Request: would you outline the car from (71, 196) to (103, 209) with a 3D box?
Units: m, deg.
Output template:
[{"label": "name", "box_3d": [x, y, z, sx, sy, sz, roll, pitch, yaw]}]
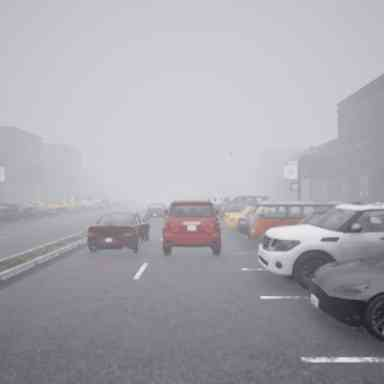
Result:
[{"label": "car", "box_3d": [-16.009, 1.772, 47.636, 5.366, 1.575, 1.946, 0, -1, 0]}]

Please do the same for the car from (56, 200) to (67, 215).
[{"label": "car", "box_3d": [-15.850, 1.669, 33.878, 5.008, 1.535, 2.097, 0, 0, 0]}]

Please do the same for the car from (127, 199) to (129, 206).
[{"label": "car", "box_3d": [-15.766, 2.048, 67.088, 4.553, 1.767, 2.185, 0, -1, 0]}]

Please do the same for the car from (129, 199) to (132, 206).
[{"label": "car", "box_3d": [-15.760, 2.268, 69.855, 4.792, 1.488, 2.163, 0, -1, 0]}]

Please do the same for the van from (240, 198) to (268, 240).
[{"label": "van", "box_3d": [4.518, 1.365, 14.298, 4.442, 1.987, 1.878, 0, 0, 0]}]

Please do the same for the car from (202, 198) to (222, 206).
[{"label": "car", "box_3d": [4.581, 2.294, 77.695, 4.553, 1.767, 2.185, 0, -1, 0]}]

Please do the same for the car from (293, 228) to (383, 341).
[{"label": "car", "box_3d": [4.609, 1.563, 6.022, 4.792, 1.488, 2.163, 0, 0, 0]}]

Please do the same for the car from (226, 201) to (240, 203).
[{"label": "car", "box_3d": [4.817, 1.631, 22.572, 5.366, 1.575, 1.946, 0, 0, 0]}]

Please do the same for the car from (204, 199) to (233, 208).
[{"label": "car", "box_3d": [4.614, 1.980, 58.396, 5.008, 1.535, 2.097, 0, -1, 0]}]

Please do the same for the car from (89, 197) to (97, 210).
[{"label": "car", "box_3d": [-15.825, 1.780, 44.862, 4.674, 1.452, 2.002, 0, -1, 0]}]

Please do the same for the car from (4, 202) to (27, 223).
[{"label": "car", "box_3d": [-15.853, 1.642, 25.415, 5.008, 1.535, 2.097, 0, 0, 0]}]

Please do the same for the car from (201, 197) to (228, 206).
[{"label": "car", "box_3d": [4.643, 1.976, 69.429, 5.566, 2.045, 2.435, 0, -1, 0]}]

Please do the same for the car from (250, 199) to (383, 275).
[{"label": "car", "box_3d": [4.609, 1.302, 8.782, 5.566, 2.045, 2.435, 0, 0, 0]}]

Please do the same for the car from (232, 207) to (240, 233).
[{"label": "car", "box_3d": [4.631, 1.647, 17.055, 4.674, 1.452, 2.002, 0, 0, 0]}]

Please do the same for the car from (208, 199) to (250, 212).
[{"label": "car", "box_3d": [4.620, 1.721, 41.867, 5.008, 1.535, 2.097, 0, -1, 0]}]

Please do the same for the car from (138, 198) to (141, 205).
[{"label": "car", "box_3d": [-15.766, 2.509, 81.093, 5.008, 1.535, 2.097, 0, -1, 0]}]

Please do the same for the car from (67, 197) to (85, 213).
[{"label": "car", "box_3d": [-16.021, 1.691, 39.435, 5.366, 1.575, 1.946, 0, 0, 0]}]

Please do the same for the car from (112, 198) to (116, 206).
[{"label": "car", "box_3d": [-15.779, 1.797, 55.968, 4.553, 1.767, 2.185, 0, -1, 0]}]

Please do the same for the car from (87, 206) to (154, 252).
[{"label": "car", "box_3d": [-3.000, 1.590, 14.484, 1.882, 1.535, 5.008, 0, 0, 0]}]

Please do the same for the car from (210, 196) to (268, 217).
[{"label": "car", "box_3d": [4.656, 1.425, 33.604, 5.566, 2.045, 2.435, 0, 0, 0]}]

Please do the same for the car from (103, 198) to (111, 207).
[{"label": "car", "box_3d": [-15.791, 1.565, 50.418, 5.566, 2.045, 2.435, 0, -1, 0]}]

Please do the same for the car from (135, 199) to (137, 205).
[{"label": "car", "box_3d": [-15.774, 2.372, 75.412, 4.892, 1.521, 2.231, 0, -1, 0]}]

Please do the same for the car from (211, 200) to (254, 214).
[{"label": "car", "box_3d": [4.655, 1.733, 39.115, 4.792, 1.488, 2.163, 0, 0, 0]}]

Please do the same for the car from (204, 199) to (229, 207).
[{"label": "car", "box_3d": [4.646, 2.132, 63.910, 4.792, 1.488, 2.163, 0, -1, 0]}]

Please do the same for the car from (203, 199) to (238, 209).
[{"label": "car", "box_3d": [4.436, 1.866, 52.885, 5.366, 1.575, 1.946, 0, -1, 0]}]

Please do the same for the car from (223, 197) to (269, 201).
[{"label": "car", "box_3d": [4.599, 1.531, 28.089, 4.553, 1.767, 2.185, 0, 0, 0]}]

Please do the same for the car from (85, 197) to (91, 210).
[{"label": "car", "box_3d": [-15.835, 1.753, 42.205, 4.674, 1.452, 2.002, 0, 0, 0]}]

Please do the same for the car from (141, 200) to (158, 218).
[{"label": "car", "box_3d": [-3.006, 1.707, 29.396, 1.812, 1.442, 4.674, 0, 0, 0]}]

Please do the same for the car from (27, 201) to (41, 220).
[{"label": "car", "box_3d": [-15.883, 1.681, 28.195, 4.792, 1.488, 2.163, 0, 0, 0]}]

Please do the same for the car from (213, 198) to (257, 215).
[{"label": "car", "box_3d": [4.658, 1.561, 36.359, 4.553, 1.767, 2.185, 0, 0, 0]}]

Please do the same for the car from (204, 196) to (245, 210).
[{"label": "car", "box_3d": [4.595, 1.530, 47.380, 5.566, 2.045, 2.435, 0, -1, 0]}]

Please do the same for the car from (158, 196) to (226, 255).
[{"label": "car", "box_3d": [-0.004, 1.326, 14.020, 2.150, 2.045, 5.566, 0, 0, 0]}]

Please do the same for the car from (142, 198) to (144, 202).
[{"label": "car", "box_3d": [-15.761, 2.686, 86.524, 4.674, 1.452, 2.002, 0, -1, 0]}]

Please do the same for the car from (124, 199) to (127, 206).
[{"label": "car", "box_3d": [-15.983, 2.109, 64.424, 5.366, 1.575, 1.946, 0, -1, 0]}]

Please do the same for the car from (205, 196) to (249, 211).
[{"label": "car", "box_3d": [4.596, 1.499, 44.627, 5.566, 2.045, 2.435, 0, -1, 0]}]

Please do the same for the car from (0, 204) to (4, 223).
[{"label": "car", "box_3d": [-15.894, 1.506, 22.637, 4.553, 1.767, 2.185, 0, 0, 0]}]

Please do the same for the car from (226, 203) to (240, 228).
[{"label": "car", "box_3d": [4.818, 1.619, 19.812, 5.366, 1.575, 1.946, 0, 0, 0]}]

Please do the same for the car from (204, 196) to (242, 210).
[{"label": "car", "box_3d": [4.594, 1.572, 50.137, 5.566, 2.045, 2.435, 0, -1, 0]}]

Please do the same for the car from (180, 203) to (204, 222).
[{"label": "car", "box_3d": [-0.007, 1.745, 29.319, 1.994, 1.385, 4.181, 0, 0, 0]}]

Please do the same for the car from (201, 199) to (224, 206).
[{"label": "car", "box_3d": [4.608, 2.354, 74.936, 5.008, 1.535, 2.097, 0, -1, 0]}]

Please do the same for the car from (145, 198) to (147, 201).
[{"label": "car", "box_3d": [-15.761, 2.790, 92.082, 4.892, 1.521, 2.231, 0, -1, 0]}]

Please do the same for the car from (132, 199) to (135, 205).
[{"label": "car", "box_3d": [-15.790, 2.303, 72.633, 5.008, 1.535, 2.097, 0, -1, 0]}]

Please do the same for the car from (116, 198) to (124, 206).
[{"label": "car", "box_3d": [-15.808, 2.050, 61.645, 4.892, 1.521, 2.231, 0, -1, 0]}]

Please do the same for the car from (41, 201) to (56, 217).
[{"label": "car", "box_3d": [-15.856, 1.661, 30.974, 4.892, 1.521, 2.231, 0, 0, 0]}]
